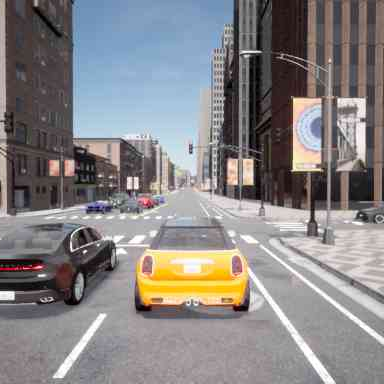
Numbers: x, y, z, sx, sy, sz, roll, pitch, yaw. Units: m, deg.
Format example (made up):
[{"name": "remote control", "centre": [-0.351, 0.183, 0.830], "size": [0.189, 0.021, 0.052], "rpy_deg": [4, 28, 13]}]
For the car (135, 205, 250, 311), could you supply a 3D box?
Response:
[{"name": "car", "centre": [0.011, 1.351, 7.897], "size": [2.097, 1.767, 4.553], "rpy_deg": [0, 0, 0]}]

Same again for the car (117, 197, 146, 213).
[{"name": "car", "centre": [-6.600, 1.580, 36.730], "size": [1.994, 1.385, 4.181], "rpy_deg": [0, 0, 0]}]

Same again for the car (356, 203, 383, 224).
[{"name": "car", "centre": [13.986, 1.471, 23.566], "size": [4.181, 1.385, 1.994], "rpy_deg": [0, 1, 0]}]

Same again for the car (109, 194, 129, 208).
[{"name": "car", "centre": [-9.843, 1.244, 45.330], "size": [2.150, 2.045, 5.566], "rpy_deg": [0, 0, 1]}]

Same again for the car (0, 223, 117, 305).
[{"name": "car", "centre": [-3.153, 1.504, 8.042], "size": [1.837, 1.490, 4.892], "rpy_deg": [0, 0, 0]}]

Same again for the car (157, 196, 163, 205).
[{"name": "car", "centre": [-6.584, 1.592, 55.980], "size": [1.994, 1.385, 4.181], "rpy_deg": [0, 0, 0]}]

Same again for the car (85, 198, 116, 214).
[{"name": "car", "centre": [-9.849, 1.616, 35.571], "size": [1.895, 1.301, 4.718], "rpy_deg": [0, 0, 0]}]

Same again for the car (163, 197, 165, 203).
[{"name": "car", "centre": [-6.531, 1.508, 66.053], "size": [1.882, 1.535, 5.008], "rpy_deg": [0, 0, 1]}]

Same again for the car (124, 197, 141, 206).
[{"name": "car", "centre": [-9.817, 1.591, 55.288], "size": [1.994, 1.385, 4.181], "rpy_deg": [0, 0, 2]}]

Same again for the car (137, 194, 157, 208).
[{"name": "car", "centre": [-6.599, 1.244, 46.007], "size": [2.150, 2.045, 5.566], "rpy_deg": [0, 0, 1]}]
